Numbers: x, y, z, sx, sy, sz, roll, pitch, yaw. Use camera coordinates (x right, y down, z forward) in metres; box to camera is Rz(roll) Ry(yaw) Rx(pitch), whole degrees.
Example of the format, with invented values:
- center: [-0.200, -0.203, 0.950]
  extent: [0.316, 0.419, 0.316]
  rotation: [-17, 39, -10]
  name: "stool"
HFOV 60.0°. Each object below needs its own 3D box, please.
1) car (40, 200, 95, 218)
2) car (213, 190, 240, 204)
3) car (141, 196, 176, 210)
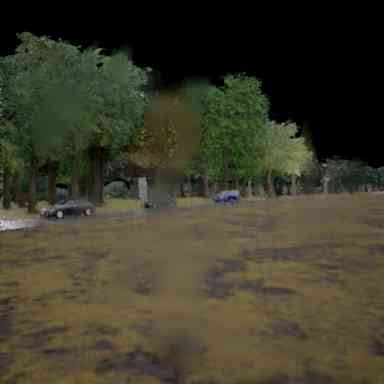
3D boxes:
- center: [-10.882, 1.470, 29.316]
  extent: [1.837, 1.490, 4.892]
  rotation: [-3, -1, 35]
  name: "car"
- center: [5.469, 0.756, 52.258]
  extent: [2.150, 2.045, 5.566]
  rotation: [-3, -1, 36]
  name: "car"
- center: [-3.889, 1.253, 39.148]
  extent: [1.882, 1.535, 5.008]
  rotation: [-3, -1, 36]
  name: "car"
